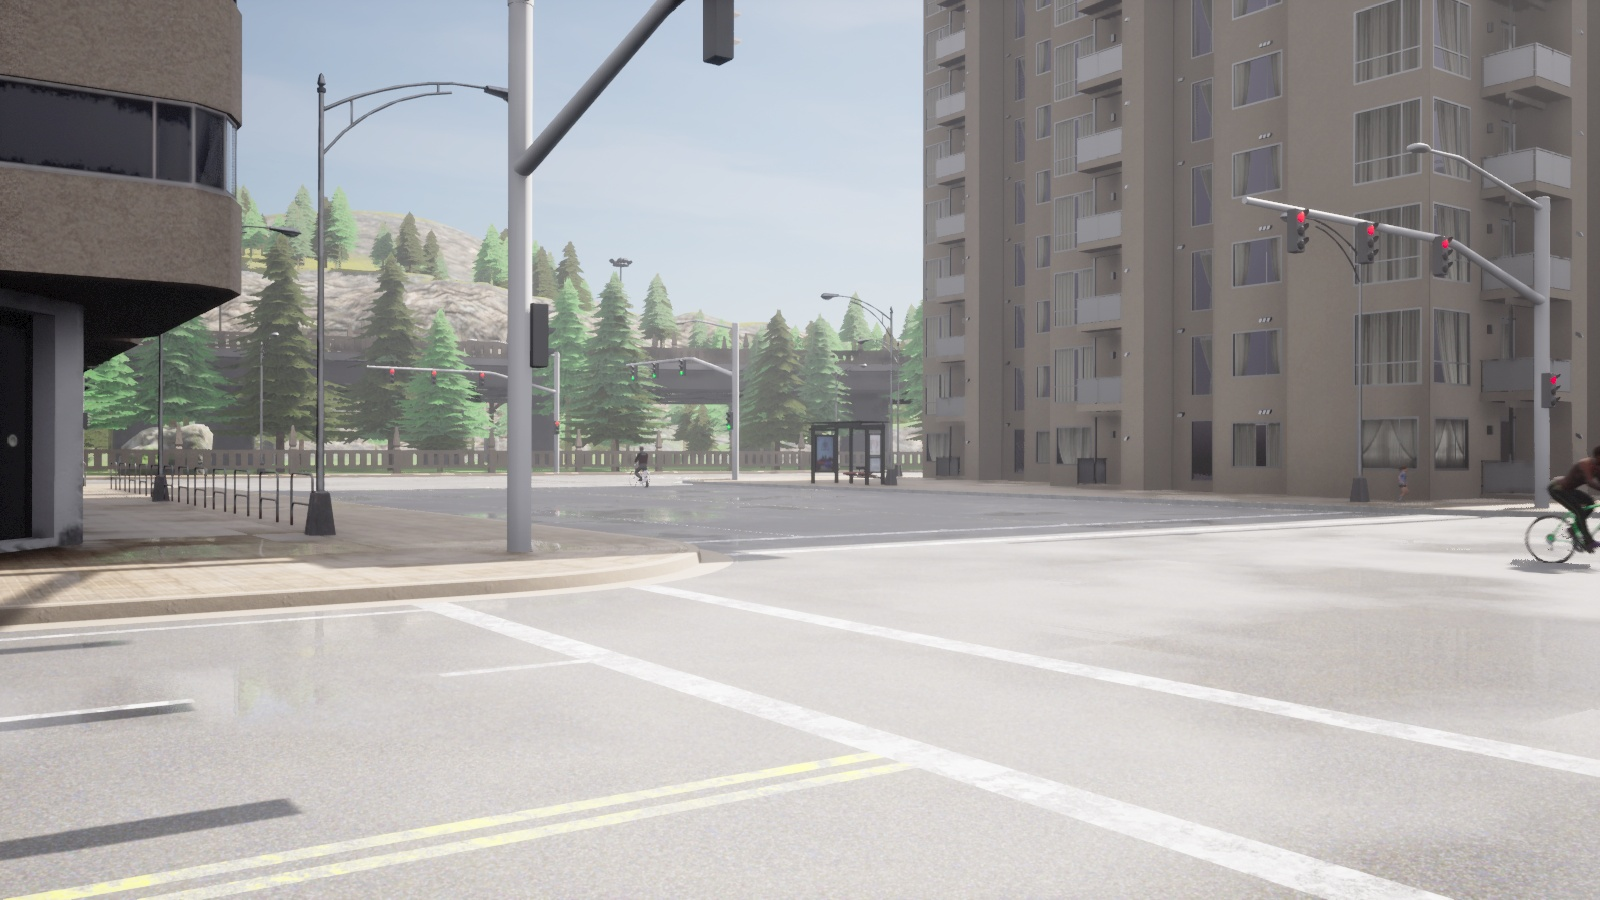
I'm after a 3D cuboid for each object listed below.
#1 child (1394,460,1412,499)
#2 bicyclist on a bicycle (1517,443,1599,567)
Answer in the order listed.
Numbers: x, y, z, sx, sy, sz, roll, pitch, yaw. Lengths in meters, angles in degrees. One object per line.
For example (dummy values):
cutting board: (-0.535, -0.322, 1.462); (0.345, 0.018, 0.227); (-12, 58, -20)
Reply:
child: (17.069, 0.834, 35.570); (0.394, 1.110, 0.255); (0, 0, 45)
bicyclist on a bicycle: (10.561, 0.716, 16.723); (0.582, 1.620, 1.656); (0, 0, -35)
